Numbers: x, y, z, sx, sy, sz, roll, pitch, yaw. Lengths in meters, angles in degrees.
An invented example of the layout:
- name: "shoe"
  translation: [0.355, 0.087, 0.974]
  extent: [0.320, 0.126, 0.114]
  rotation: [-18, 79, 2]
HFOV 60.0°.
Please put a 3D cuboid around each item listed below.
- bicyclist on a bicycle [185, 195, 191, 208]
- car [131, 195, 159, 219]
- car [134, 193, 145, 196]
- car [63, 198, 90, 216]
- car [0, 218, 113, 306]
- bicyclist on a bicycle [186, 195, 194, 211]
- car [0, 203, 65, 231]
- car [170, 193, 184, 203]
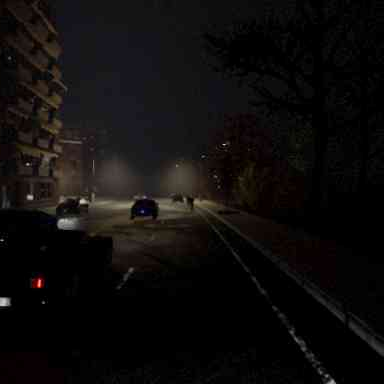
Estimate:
- name: "bicyclist on a bicycle"
  translation: [-0.529, 1.165, 42.878]
  extent: [0.582, 1.620, 1.656]
  rotation: [0, 0, -4]
- name: "car"
  translation: [-3.753, 1.300, 27.050]
  extent: [1.882, 1.535, 5.008]
  rotation: [0, 0, -2]
- name: "car"
  translation: [-9.235, 0.957, 59.499]
  extent: [2.097, 1.767, 4.553]
  rotation: [0, 0, -4]
- name: "car"
  translation: [-10.581, 1.300, 29.879]
  extent: [2.128, 1.511, 4.902]
  rotation: [0, 0, -3]
- name: "car"
  translation: [-3.226, 1.550, 7.845]
  extent: [1.895, 1.301, 4.718]
  rotation: [0, 0, -1]
- name: "bicyclist on a bicycle"
  translation: [-0.010, 1.226, 33.805]
  extent: [0.582, 1.620, 1.656]
  rotation: [0, 0, -3]
- name: "car"
  translation: [-6.756, 1.398, 12.586]
  extent: [1.882, 1.535, 5.008]
  rotation: [0, 0, -1]
- name: "car"
  translation: [-2.528, 1.112, 58.403]
  extent: [1.837, 1.490, 4.892]
  rotation: [0, 1, -5]
